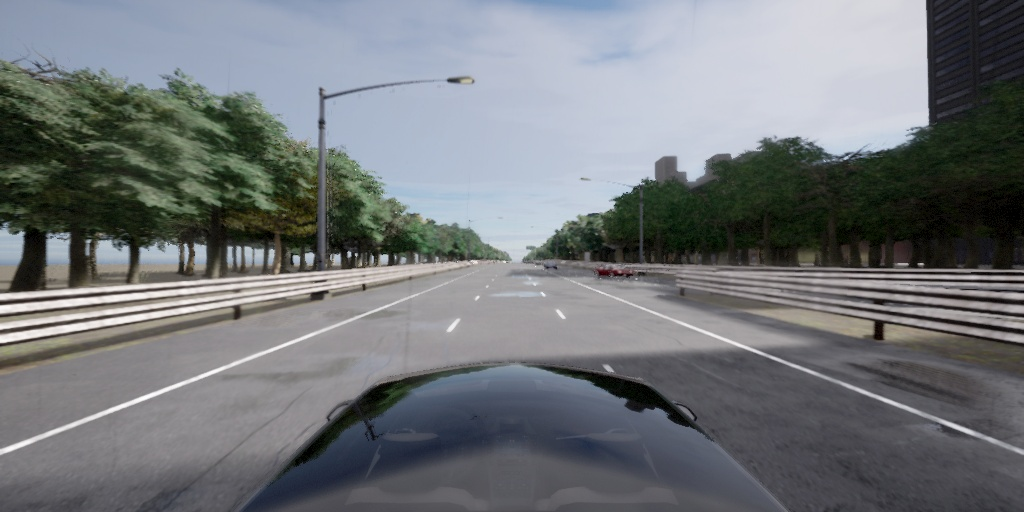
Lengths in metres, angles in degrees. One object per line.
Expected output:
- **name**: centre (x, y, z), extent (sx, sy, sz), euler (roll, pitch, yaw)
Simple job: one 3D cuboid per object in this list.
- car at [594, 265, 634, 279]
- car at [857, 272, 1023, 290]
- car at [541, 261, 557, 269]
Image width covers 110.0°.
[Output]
- **car**: centre (10.023, 1.545, 35.782), extent (1.895, 1.301, 4.718), euler (0, 0, -15)
- **car**: centre (17.709, 1.318, 15.059), extent (1.895, 1.301, 4.718), euler (0, -2, -27)
- **car**: centre (6.805, 1.615, 64.071), extent (1.994, 1.385, 4.181), euler (0, 0, 0)
